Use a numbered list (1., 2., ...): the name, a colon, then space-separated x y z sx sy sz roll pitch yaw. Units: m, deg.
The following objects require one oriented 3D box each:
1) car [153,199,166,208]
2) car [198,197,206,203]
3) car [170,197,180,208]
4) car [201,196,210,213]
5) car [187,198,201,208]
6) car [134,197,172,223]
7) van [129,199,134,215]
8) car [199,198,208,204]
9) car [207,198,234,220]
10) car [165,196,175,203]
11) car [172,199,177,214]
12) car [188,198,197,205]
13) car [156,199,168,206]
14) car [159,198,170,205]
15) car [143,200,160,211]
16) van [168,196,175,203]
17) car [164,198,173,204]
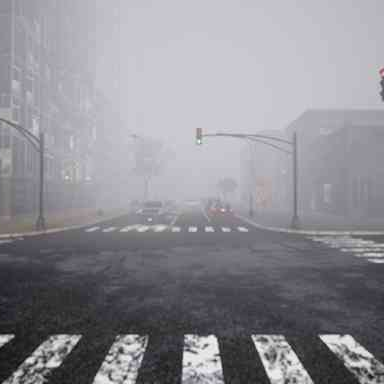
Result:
1. car: -5.715 1.989 58.844 1.802 1.307 4.206 1 0 0
2. car: 2.649 2.042 87.259 1.967 1.590 4.097 1 0 0
3. car: -3.125 1.853 47.152 1.812 1.442 4.674 0 0 0
4. car: 2.680 1.606 41.869 2.192 1.841 5.009 1 0 0
5. car: 0.064 1.998 57.309 1.895 1.301 4.718 0 0 0
6. car: -3.151 1.545 27.662 2.097 1.767 4.553 0 0 1
7. van: -5.696 1.593 36.151 1.690 1.788 3.998 1 0 0
8. car: 2.654 2.090 75.911 1.947 1.339 4.313 1 0 0
9. car: 2.685 1.653 30.520 1.967 1.590 4.097 1 0 0
10. car: -5.728 1.917 87.216 2.192 1.841 5.009 1 0 0
11. car: -3.124 1.806 37.133 2.033 1.411 5.357 0 0 0
12. car: 0.053 2.006 69.391 1.812 1.442 4.674 0 0 0
13. car: -5.719 2.012 64.519 1.947 1.339 4.313 1 0 0
14. car: -5.722 2.051 70.192 1.947 1.339 4.313 1 0 0
15. car: -5.707 1.854 47.327 1.752 1.417 4.829 1 0 0
16. van: -5.733 1.981 92.889 1.690 1.788 3.998 1 0 0
17. car: -5.729 2.113 81.540 2.008 1.369 4.403 1 0 0
